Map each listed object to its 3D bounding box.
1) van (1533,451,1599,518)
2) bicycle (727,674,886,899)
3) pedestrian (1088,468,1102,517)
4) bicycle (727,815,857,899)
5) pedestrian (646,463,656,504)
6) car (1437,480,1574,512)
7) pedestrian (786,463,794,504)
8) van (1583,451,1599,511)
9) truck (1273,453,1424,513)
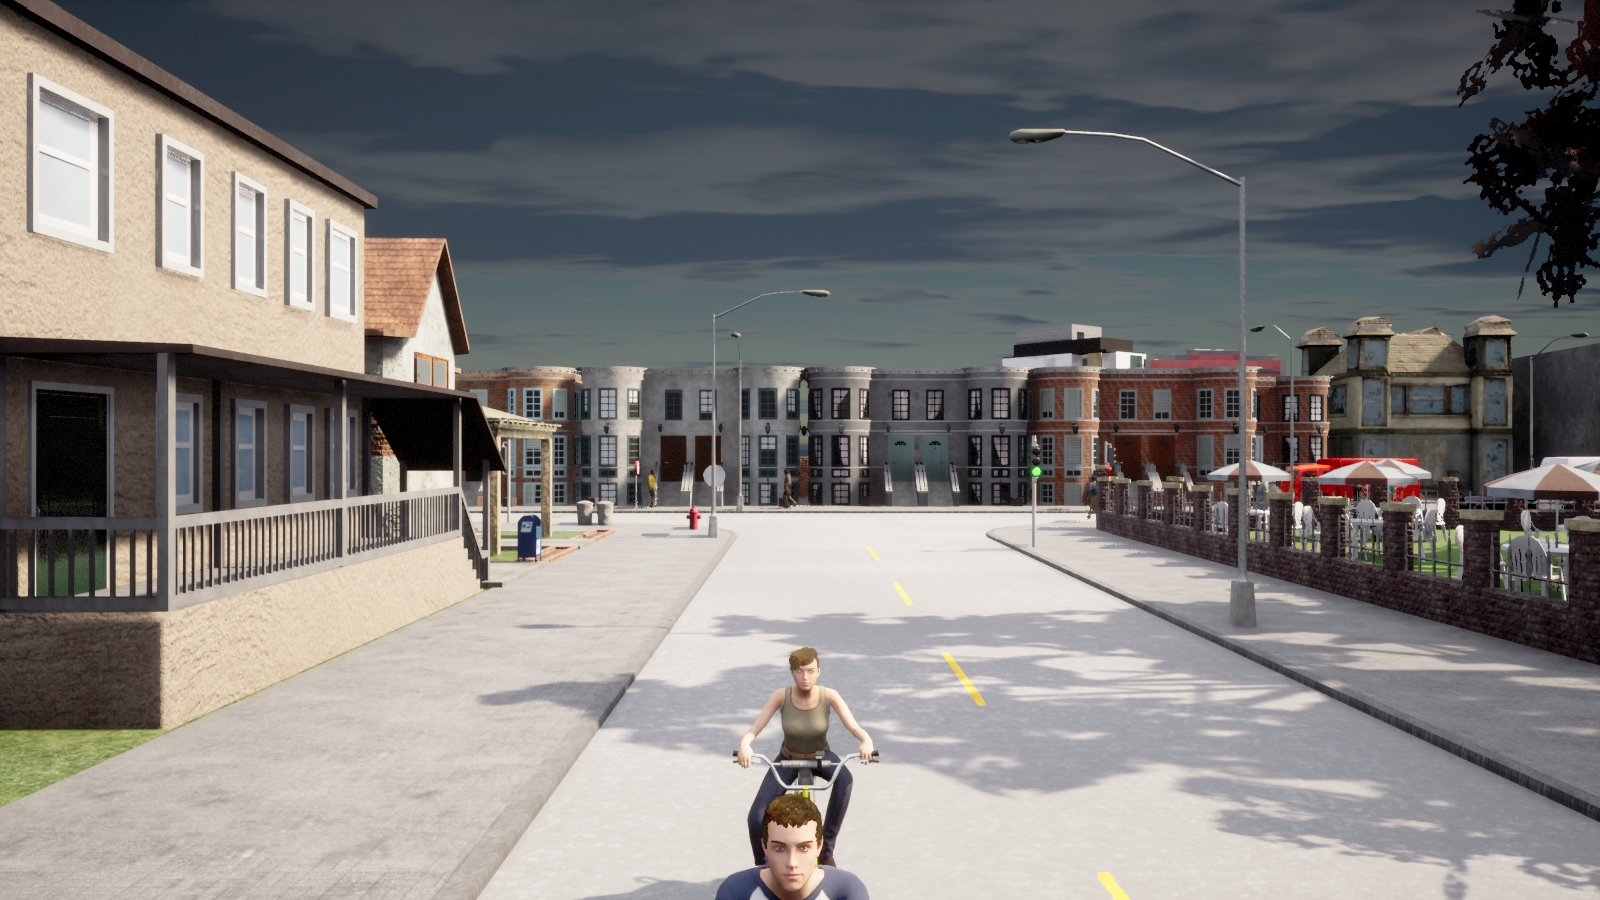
[{"bbox_3d":[32.406,1.334,44.885,5.915,2.561,1.988,0,0,0],"label":"van"},{"bbox_3d":[0.033,2.040,6.906,0.859,1.080,1.487,0,0,0],"label":"bicycle"},{"bbox_3d":[11.452,1.647,44.421,0.375,1.860,0.375,0,0,-28],"label":"pedestrian"},{"bbox_3d":[-0.022,1.938,3.212,0.373,1.296,1.643,0,0,0],"label":"bicycle"},{"bbox_3d":[-6.894,1.546,52.778,0.375,1.860,0.375,0,0,5],"label":"pedestrian"},{"bbox_3d":[30.125,1.955,48.889,4.718,1.301,1.895,0,0,0],"label":"car"},{"bbox_3d":[-0.464,1.546,52.471,0.375,1.860,0.375,0,0,2],"label":"pedestrian"},{"bbox_3d":[37.194,1.334,48.909,5.915,2.561,1.988,0,0,1],"label":"van"},{"bbox_3d":[23.374,1.365,48.875,5.204,2.467,2.627,0,0,0],"label":"truck"}]
